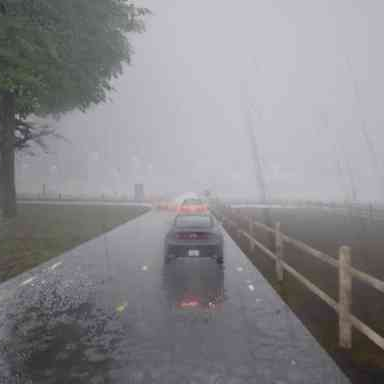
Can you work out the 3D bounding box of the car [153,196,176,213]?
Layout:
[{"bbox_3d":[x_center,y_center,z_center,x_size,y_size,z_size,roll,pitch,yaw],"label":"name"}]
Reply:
[{"bbox_3d":[-2.823,1.247,34.617,2.097,1.767,4.553,0,0,0],"label":"car"}]

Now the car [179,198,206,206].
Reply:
[{"bbox_3d":[0.062,1.279,26.447,2.097,1.767,4.553,0,0,0],"label":"car"}]

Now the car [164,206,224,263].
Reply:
[{"bbox_3d":[0.068,1.478,11.858,1.837,1.490,4.892,0,0,0],"label":"car"}]
